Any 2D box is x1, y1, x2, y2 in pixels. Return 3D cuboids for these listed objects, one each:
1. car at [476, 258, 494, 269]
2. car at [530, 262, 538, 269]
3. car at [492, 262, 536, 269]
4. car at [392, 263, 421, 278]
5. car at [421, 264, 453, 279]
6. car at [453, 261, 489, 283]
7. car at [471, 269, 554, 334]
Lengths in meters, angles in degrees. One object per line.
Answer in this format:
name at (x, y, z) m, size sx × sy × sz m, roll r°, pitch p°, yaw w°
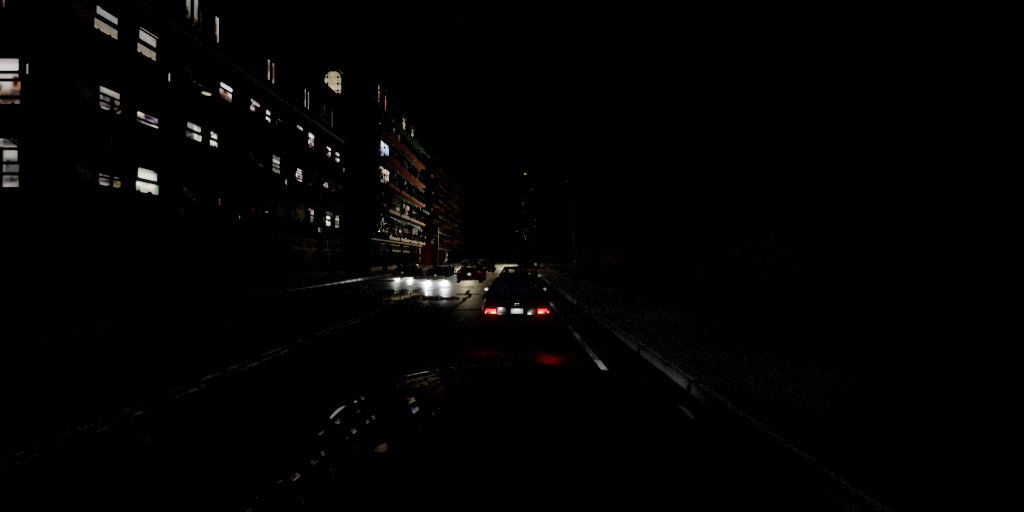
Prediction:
car at (-3.118, 1.225, 45.272) m, size 1.882 × 1.535 × 5.008 m, roll 0°, pitch 0°, yaw 0°
car at (1.159, 1.255, 30.766) m, size 1.837 × 1.490 × 4.892 m, roll 0°, pitch 0°, yaw 0°
car at (0.114, 1.298, 20.998) m, size 2.033 × 1.411 × 5.357 m, roll 0°, pitch 0°, yaw 0°
car at (-9.827, 1.313, 34.059) m, size 1.994 × 1.385 × 4.181 m, roll 0°, pitch 0°, yaw 0°
car at (-6.577, 1.350, 33.010) m, size 1.895 × 1.301 × 4.718 m, roll 0°, pitch 0°, yaw 0°
car at (-3.130, 1.313, 28.221) m, size 1.994 × 1.385 × 4.181 m, roll 0°, pitch 0°, yaw 0°
car at (0.109, 1.298, 10.637) m, size 2.033 × 1.411 × 5.357 m, roll 0°, pitch 0°, yaw 0°
